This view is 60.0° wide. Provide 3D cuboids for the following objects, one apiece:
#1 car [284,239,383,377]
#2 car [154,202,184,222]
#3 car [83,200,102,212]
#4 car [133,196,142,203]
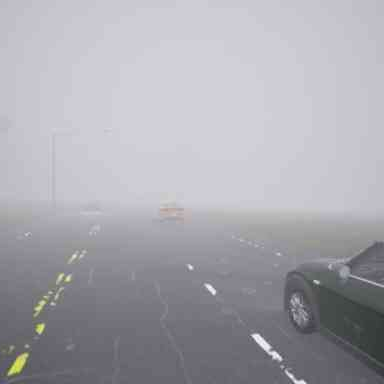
[{"bbox_3d":[3.007,1.341,4.164,2.097,1.767,4.553,0,0,-12],"label":"car"},{"bbox_3d":[-1.905,1.502,26.575,1.882,1.535,5.008,0,0,-12],"label":"car"},{"bbox_3d":[-11.874,1.648,39.885,1.994,1.385,4.181,0,0,-11],"label":"car"},{"bbox_3d":[-11.741,1.632,71.416,1.882,1.535,5.008,0,0,-12],"label":"car"}]
